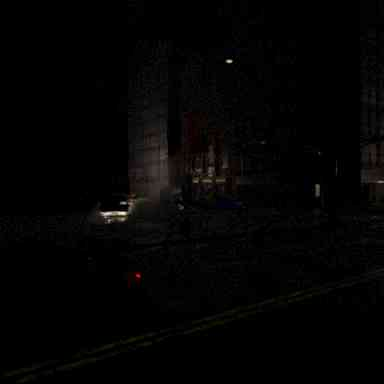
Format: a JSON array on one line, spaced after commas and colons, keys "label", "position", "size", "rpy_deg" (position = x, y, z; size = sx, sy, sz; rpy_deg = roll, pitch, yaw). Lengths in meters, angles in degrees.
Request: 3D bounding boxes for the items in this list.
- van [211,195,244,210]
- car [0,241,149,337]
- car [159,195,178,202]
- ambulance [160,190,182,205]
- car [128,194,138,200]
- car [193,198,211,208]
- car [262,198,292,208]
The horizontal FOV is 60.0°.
[{"label": "van", "position": [4.584, 1.311, 40.360], "size": [1.690, 1.788, 3.998], "rpy_deg": [0, 1, -35]}, {"label": "car", "position": [-3.379, 1.547, 5.265], "size": [5.357, 1.411, 2.033], "rpy_deg": [0, 0, -35]}, {"label": "car", "position": [-4.855, 1.253, 68.315], "size": [1.887, 1.381, 4.507], "rpy_deg": [0, 1, -35]}, {"label": "ambulance", "position": [-2.856, 0.871, 55.719], "size": [2.351, 2.431, 6.366], "rpy_deg": [-1, 1, -35]}, {"label": "car", "position": [-14.685, 1.178, 82.120], "size": [1.802, 1.307, 4.206], "rpy_deg": [0, 1, -35]}, {"label": "car", "position": [1.308, 1.522, 44.963], "size": [1.802, 1.307, 4.206], "rpy_deg": [0, 1, -35]}, {"label": "car", "position": [11.528, 1.438, 45.307], "size": [1.947, 1.339, 4.313], "rpy_deg": [0, 1, -35]}]
